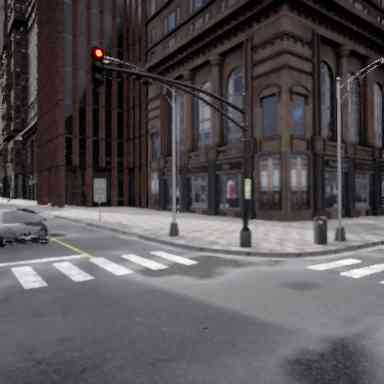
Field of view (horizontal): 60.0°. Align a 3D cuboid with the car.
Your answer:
[{"bbox_3d":[-7.770,1.525,14.886,1.837,1.490,4.892,0,0,-36],"label":"car"}]
